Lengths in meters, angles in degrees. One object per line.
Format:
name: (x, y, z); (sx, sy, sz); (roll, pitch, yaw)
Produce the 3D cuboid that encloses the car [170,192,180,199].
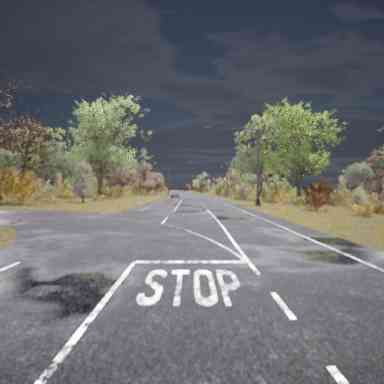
car: (-3.870, 0.808, 76.241); (2.033, 1.411, 5.357); (0, 1, 2)
